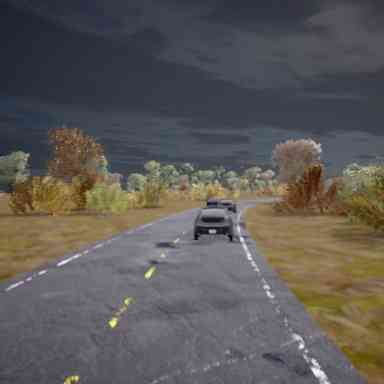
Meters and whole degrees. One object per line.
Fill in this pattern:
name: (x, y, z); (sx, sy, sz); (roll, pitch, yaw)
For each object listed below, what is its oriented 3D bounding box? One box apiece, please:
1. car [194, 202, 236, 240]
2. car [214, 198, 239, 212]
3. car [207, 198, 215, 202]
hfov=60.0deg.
car: (1.152, 1.488, 17.085); (1.837, 1.490, 4.892); (0, 0, 6)
car: (3.780, 1.449, 34.942); (1.837, 1.490, 4.892); (0, 0, 11)
car: (3.287, 1.515, 47.250); (1.895, 1.301, 4.718); (0, 0, 14)
